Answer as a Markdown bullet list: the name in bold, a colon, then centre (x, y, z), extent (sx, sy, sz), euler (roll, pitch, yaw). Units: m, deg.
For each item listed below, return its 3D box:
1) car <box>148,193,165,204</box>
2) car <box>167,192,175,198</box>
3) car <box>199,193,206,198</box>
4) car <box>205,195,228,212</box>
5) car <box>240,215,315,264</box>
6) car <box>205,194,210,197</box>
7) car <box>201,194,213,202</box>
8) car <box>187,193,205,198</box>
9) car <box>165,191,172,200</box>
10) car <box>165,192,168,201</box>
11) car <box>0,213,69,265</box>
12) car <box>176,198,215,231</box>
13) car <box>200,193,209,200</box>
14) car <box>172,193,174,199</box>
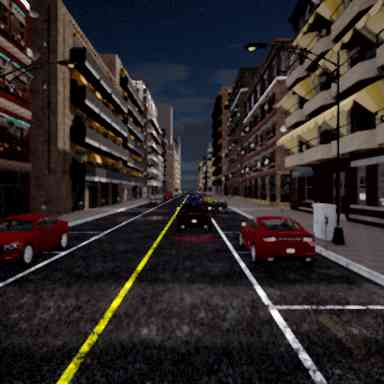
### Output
- **car**: centre (-5.662, 1.153, 50.783), extent (2.008, 1.369, 4.403), euler (0, 0, 0)
- **car**: centre (-5.640, 0.817, 90.066), extent (1.752, 1.417, 4.829), euler (0, 0, 0)
- **car**: centre (2.740, 0.872, 90.228), extent (1.802, 1.307, 4.206), euler (0, 0, 0)
- **car**: centre (2.710, 1.286, 33.867), extent (2.008, 1.369, 4.403), euler (0, 0, 0)
- **car**: centre (2.697, 1.456, 11.323), extent (1.887, 1.381, 4.507), euler (0, 0, 0)
- **car**: centre (2.723, 1.081, 56.581), extent (1.752, 1.417, 4.829), euler (0, 0, 0)
- **car**: centre (2.725, 1.079, 62.047), extent (1.947, 1.339, 4.313), euler (0, 0, 0)
- **car**: centre (0.120, 1.187, 37.110), extent (1.882, 1.535, 5.008), euler (0, 0, 0)
- **car**: centre (-5.653, 1.013, 67.692), extent (1.887, 1.381, 4.507), euler (0, 0, 0)
- **car**: centre (-5.659, 1.108, 56.420), extent (2.008, 1.369, 4.403), euler (0, 0, 0)
- **car**: centre (-5.683, 1.456, 11.332), extent (1.887, 1.381, 4.507), euler (0, 0, 0)
- **car**: centre (0.123, 1.326, 19.421), extent (1.882, 1.535, 5.008), euler (0, 0, 0)
- **car**: centre (2.731, 1.005, 73.320), extent (1.802, 1.307, 4.206), euler (0, 0, 0)
- **car**: centre (-5.646, 0.694, 78.963), extent (2.192, 1.841, 5.009), euler (0, 0, 0)
